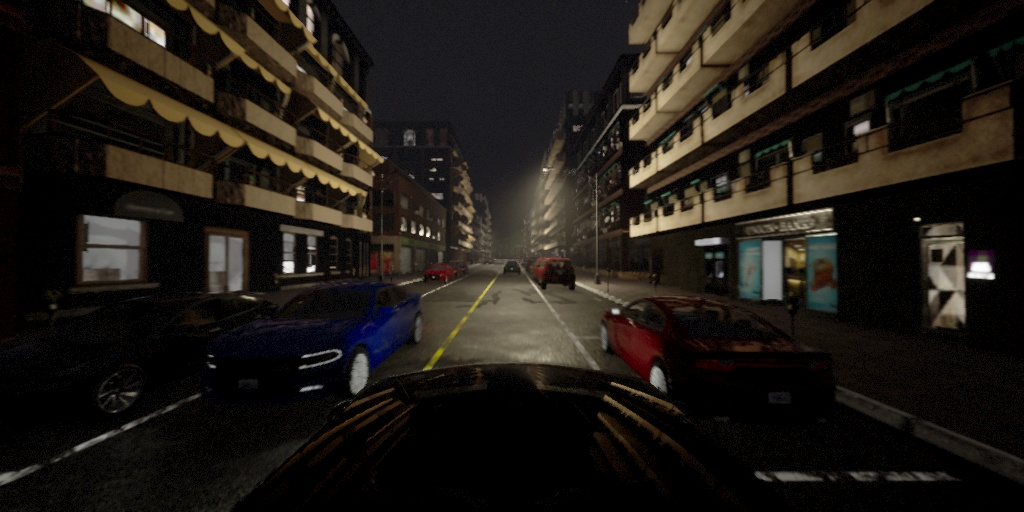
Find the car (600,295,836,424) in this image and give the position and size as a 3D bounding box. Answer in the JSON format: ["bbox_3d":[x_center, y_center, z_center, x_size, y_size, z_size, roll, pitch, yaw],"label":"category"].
[{"bbox_3d":[2.693,1.295,5.847,1.888,1.381,4.507,0,0,0],"label":"car"}]

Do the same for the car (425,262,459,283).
[{"bbox_3d":[-5.685,1.297,28.173,1.888,1.381,4.507,0,0,0],"label":"car"}]

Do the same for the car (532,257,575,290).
[{"bbox_3d":[2.695,1.066,22.561,2.192,1.841,5.009,0,0,0],"label":"car"}]

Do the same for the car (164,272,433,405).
[{"bbox_3d":[-3.051,1.228,6.669,1.882,1.535,5.008,0,0,0],"label":"car"}]

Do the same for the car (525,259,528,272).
[{"bbox_3d":[2.697,1.279,39.444,1.751,1.417,4.829,0,0,0],"label":"car"}]

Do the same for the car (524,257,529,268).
[{"bbox_3d":[2.698,1.069,44.845,2.192,1.841,5.009,0,0,0],"label":"car"}]

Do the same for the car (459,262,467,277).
[{"bbox_3d":[-5.684,1.335,33.744,1.802,1.307,4.207,0,0,0],"label":"car"}]

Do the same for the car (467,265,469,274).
[{"bbox_3d":[-5.684,1.336,39.315,1.802,1.307,4.207,0,0,0],"label":"car"}]

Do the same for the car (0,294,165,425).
[{"bbox_3d":[-5.688,1.316,5.888,1.948,1.339,4.313,0,0,0],"label":"car"}]

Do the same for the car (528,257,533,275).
[{"bbox_3d":[2.696,1.066,28.131,2.192,1.841,5.009,0,0,0],"label":"car"}]

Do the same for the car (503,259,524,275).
[{"bbox_3d":[0.007,1.317,39.382,1.994,1.385,4.181,0,0,0],"label":"car"}]
